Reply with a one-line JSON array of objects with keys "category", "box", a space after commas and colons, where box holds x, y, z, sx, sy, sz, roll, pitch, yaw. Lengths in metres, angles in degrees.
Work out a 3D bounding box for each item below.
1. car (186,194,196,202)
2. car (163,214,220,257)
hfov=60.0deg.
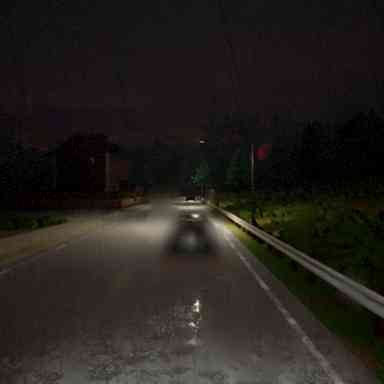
[{"category": "car", "box": [-0.261, 1.304, 70.997, 1.837, 1.490, 4.892, 0, 0, 0]}, {"category": "car", "box": [-0.004, 1.557, 12.941, 1.994, 1.385, 4.181, 0, 0, 0]}]
